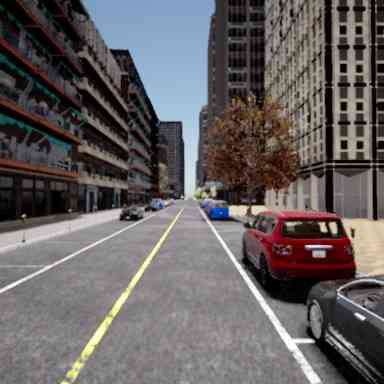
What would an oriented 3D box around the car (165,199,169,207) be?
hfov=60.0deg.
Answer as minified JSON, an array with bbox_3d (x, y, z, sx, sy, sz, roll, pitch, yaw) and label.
[{"bbox_3d":[-5.831,2.336,60.345,2.008,1.369,4.403,0,-1,0],"label":"car"}]

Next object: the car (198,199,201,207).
[{"bbox_3d":[2.549,2.358,60.365,1.802,1.307,4.206,0,-1,0],"label":"car"}]

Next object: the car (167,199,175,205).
[{"bbox_3d":[-5.912,2.835,94.154,1.752,1.417,4.829,0,-1,0],"label":"car"}]

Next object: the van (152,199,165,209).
[{"bbox_3d":[-5.816,2.044,54.687,1.690,1.788,3.998,0,-1,0],"label":"van"}]

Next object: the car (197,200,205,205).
[{"bbox_3d":[2.481,2.766,88.680,2.008,1.369,4.403,0,-1,0],"label":"car"}]

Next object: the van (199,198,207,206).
[{"bbox_3d":[2.508,2.379,77.357,1.690,1.788,3.998,0,-1,0],"label":"van"}]

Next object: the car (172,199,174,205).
[{"bbox_3d":[-5.872,2.598,77.333,2.008,1.369,4.403,0,-1,0],"label":"car"}]

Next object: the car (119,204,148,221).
[{"bbox_3d":[-5.762,1.966,32.032,1.947,1.339,4.313,0,-1,0],"label":"car"}]

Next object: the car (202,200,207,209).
[{"bbox_3d":[2.591,2.120,43.378,1.802,1.307,4.206,0,-1,0],"label":"car"}]

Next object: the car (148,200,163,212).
[{"bbox_3d":[-5.803,2.189,49.020,1.947,1.339,4.313,0,-1,0],"label":"car"}]

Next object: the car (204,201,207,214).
[{"bbox_3d":[2.605,2.046,37.716,1.802,1.307,4.206,0,-1,0],"label":"car"}]

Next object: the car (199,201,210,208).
[{"bbox_3d":[2.536,2.412,66.028,2.008,1.369,4.403,0,-1,0],"label":"car"}]

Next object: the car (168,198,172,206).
[{"bbox_3d":[-5.858,2.481,71.500,1.752,1.417,4.829,0,-1,0],"label":"car"}]

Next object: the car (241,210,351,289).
[{"bbox_3d":[2.674,1.422,9.404,2.192,1.841,5.009,0,-1,0],"label":"car"}]

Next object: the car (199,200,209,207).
[{"bbox_3d":[2.522,2.500,71.690,2.008,1.369,4.403,0,-1,0],"label":"car"}]

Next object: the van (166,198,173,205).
[{"bbox_3d":[-5.899,2.565,88.664,1.690,1.788,3.998,0,-1,0],"label":"van"}]

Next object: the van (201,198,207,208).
[{"bbox_3d":[2.577,1.955,49.044,1.690,1.788,3.998,0,-1,0],"label":"van"}]

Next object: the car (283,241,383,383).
[{"bbox_3d":[2.688,1.592,3.740,2.008,1.369,4.403,0,-1,0],"label":"car"}]

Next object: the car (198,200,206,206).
[{"bbox_3d":[2.495,2.671,83.017,1.887,1.381,4.507,0,-1,0],"label":"car"}]

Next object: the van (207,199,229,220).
[{"bbox_3d":[2.619,1.732,32.056,1.690,1.788,3.998,0,-1,0],"label":"van"}]
